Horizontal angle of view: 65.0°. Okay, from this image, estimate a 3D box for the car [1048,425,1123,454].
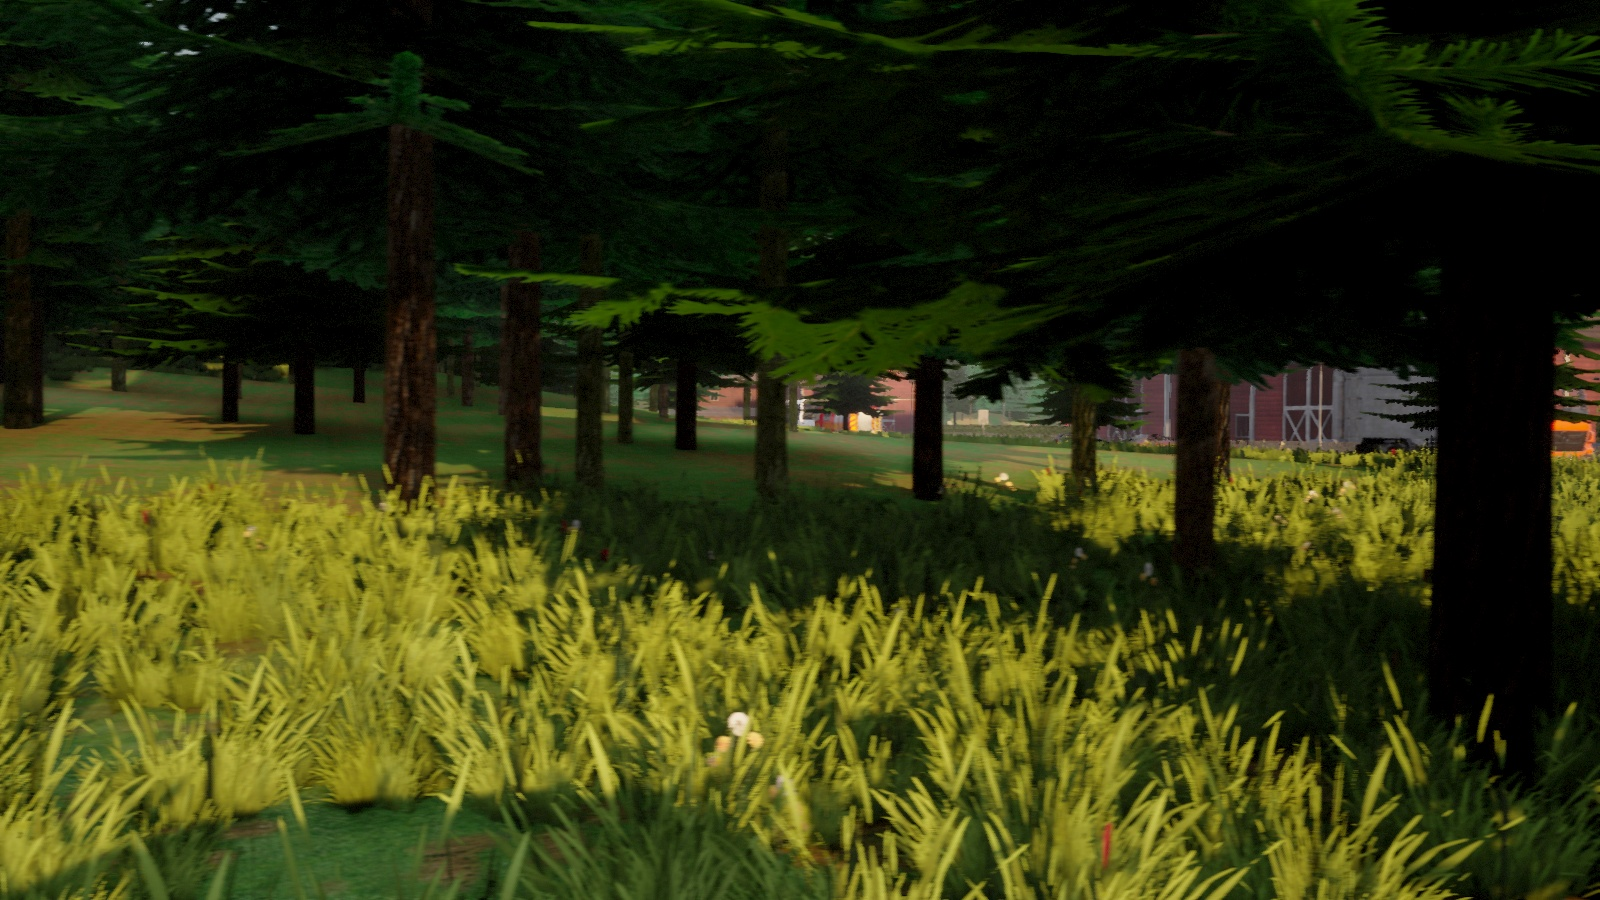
[{"bbox_3d":[14.916,-0.560,65.813,1.816,1.474,4.193,-1,1,-20],"label":"car"}]

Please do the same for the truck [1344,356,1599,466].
[{"bbox_3d":[23.065,-1.284,43.686,2.891,3.462,7.936,-1,1,-20],"label":"truck"}]
